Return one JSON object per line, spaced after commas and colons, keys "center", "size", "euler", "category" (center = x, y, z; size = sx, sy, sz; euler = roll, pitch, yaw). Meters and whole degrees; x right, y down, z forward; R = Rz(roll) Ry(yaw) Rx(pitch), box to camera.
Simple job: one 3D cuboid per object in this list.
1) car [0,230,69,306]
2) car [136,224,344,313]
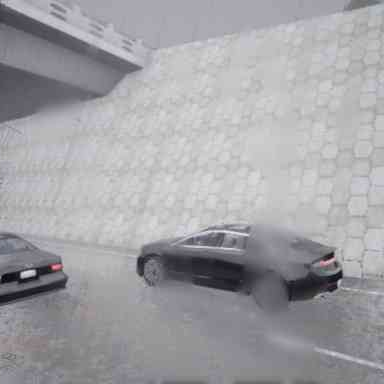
{"center": [-5.077, 1.570, 7.608], "size": [5.357, 1.411, 2.033], "euler": [0, 0, 35], "category": "car"}
{"center": [0.822, 1.502, 7.700], "size": [4.902, 1.511, 2.128], "euler": [0, 0, 35], "category": "car"}
